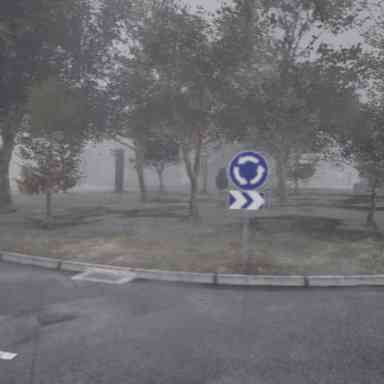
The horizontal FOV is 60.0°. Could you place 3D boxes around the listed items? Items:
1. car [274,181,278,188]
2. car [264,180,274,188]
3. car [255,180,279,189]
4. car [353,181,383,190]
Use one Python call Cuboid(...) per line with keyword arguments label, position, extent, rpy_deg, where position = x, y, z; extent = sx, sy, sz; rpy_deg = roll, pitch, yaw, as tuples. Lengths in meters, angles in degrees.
Cuboid(label="car", position=(17.214, -1.942, 80.394), extent=(5.566, 2.045, 2.435), rpy_deg=(2, 1, 7))
Cuboid(label="car", position=(15.907, -1.675, 77.740), extent=(4.892, 1.521, 2.231), rpy_deg=(2, 1, 6))
Cuboid(label="car", position=(18.616, -1.954, 83.050), extent=(5.566, 2.045, 2.435), rpy_deg=(2, 1, 7))
Cuboid(label="car", position=(25.380, -0.931, 47.087), extent=(2.128, 1.511, 4.902), rpy_deg=(1, 3, -40))
